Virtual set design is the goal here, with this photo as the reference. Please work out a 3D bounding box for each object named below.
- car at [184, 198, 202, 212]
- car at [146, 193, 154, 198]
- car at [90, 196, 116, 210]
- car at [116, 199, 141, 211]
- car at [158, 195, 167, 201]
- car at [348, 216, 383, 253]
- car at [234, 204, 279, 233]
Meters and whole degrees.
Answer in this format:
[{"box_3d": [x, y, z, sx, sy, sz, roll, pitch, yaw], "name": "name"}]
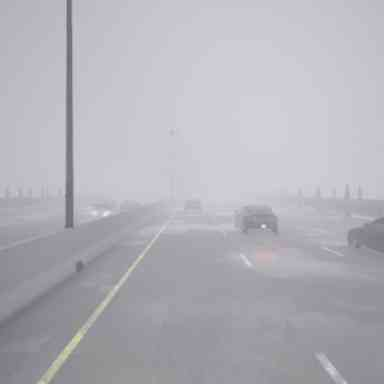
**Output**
[{"box_3d": [0.104, 1.403, 38.071, 2.128, 1.511, 4.902, 0, 0, 0], "name": "car"}, {"box_3d": [-10.450, 1.082, 83.192, 1.812, 1.442, 4.674, 0, 0, 1], "name": "car"}, {"box_3d": [-10.582, 1.506, 40.831, 1.895, 1.301, 4.718, 0, 0, 0], "name": "car"}, {"box_3d": [-7.084, 1.475, 38.484, 1.994, 1.385, 4.181, 0, 0, 0], "name": "car"}, {"box_3d": [-6.986, 1.298, 79.108, 2.033, 1.411, 5.357, 0, 0, 0], "name": "car"}, {"box_3d": [7.102, 1.499, 11.294, 1.812, 1.442, 4.674, 0, 0, 0], "name": "car"}, {"box_3d": [3.602, 1.460, 19.134, 1.837, 1.490, 4.892, 0, 0, 0], "name": "car"}]
